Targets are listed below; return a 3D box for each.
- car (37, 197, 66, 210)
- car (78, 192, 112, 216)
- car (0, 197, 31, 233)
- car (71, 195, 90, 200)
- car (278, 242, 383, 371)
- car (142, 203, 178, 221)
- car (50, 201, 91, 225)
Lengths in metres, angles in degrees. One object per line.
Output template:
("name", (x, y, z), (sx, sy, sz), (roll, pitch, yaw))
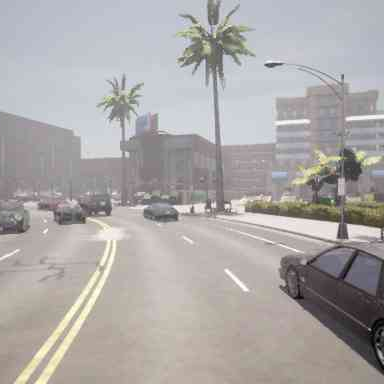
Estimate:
("car", (-16.909, 1.362, 40.343), (4.553, 1.767, 2.097), (0, 0, 39))
("car", (-9.666, 1.229, 32.483), (2.150, 2.045, 5.566), (0, 0, -36))
("car", (-10.720, 1.360, 19.326), (2.097, 1.767, 4.553), (0, 0, -21))
("car", (-30.299, 1.597, 90.253), (4.718, 1.301, 1.895), (0, 0, 18))
("car", (3.145, 1.549, 5.413), (2.033, 1.411, 5.357), (0, 0, -5))
("car", (-2.696, 1.571, 27.574), (1.994, 1.385, 4.181), (0, 0, -25))
("car", (-9.105, 1.607, 24.724), (1.895, 1.301, 4.718), (0, 0, -27))
